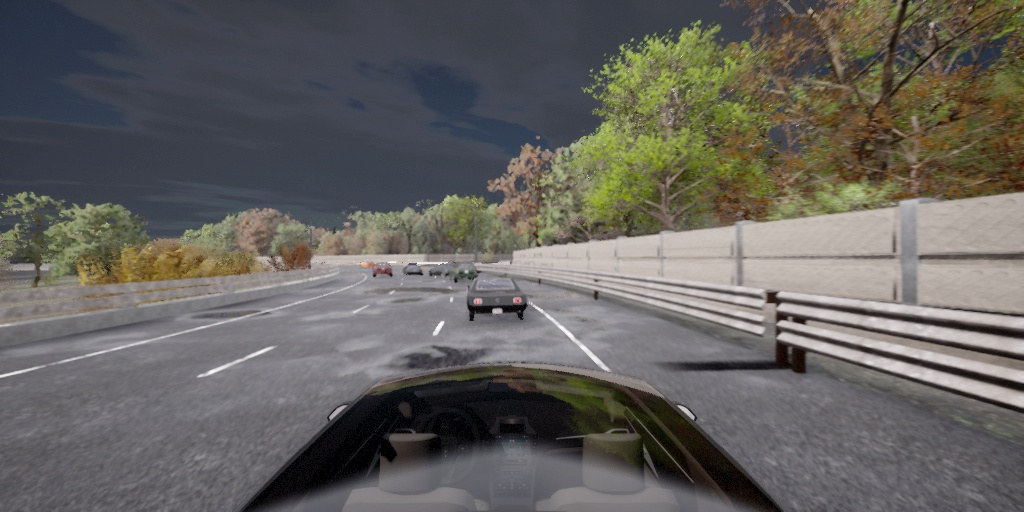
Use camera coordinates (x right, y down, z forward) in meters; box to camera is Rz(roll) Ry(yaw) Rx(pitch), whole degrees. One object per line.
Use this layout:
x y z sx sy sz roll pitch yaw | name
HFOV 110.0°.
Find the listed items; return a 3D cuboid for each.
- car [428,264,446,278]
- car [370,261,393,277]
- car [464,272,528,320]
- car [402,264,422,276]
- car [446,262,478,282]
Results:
-7.449 1.623 39.220 1.994 1.385 4.181 0 -1 -42 | car
-15.330 1.479 42.345 2.097 1.767 4.553 0 0 -23 | car
-0.692 1.427 13.170 1.895 1.301 4.718 -1 -1 -7 | car
-12.260 1.684 44.065 1.994 1.385 4.181 0 0 -23 | car
-4.323 1.336 31.721 2.097 1.767 4.553 0 0 -15 | car
